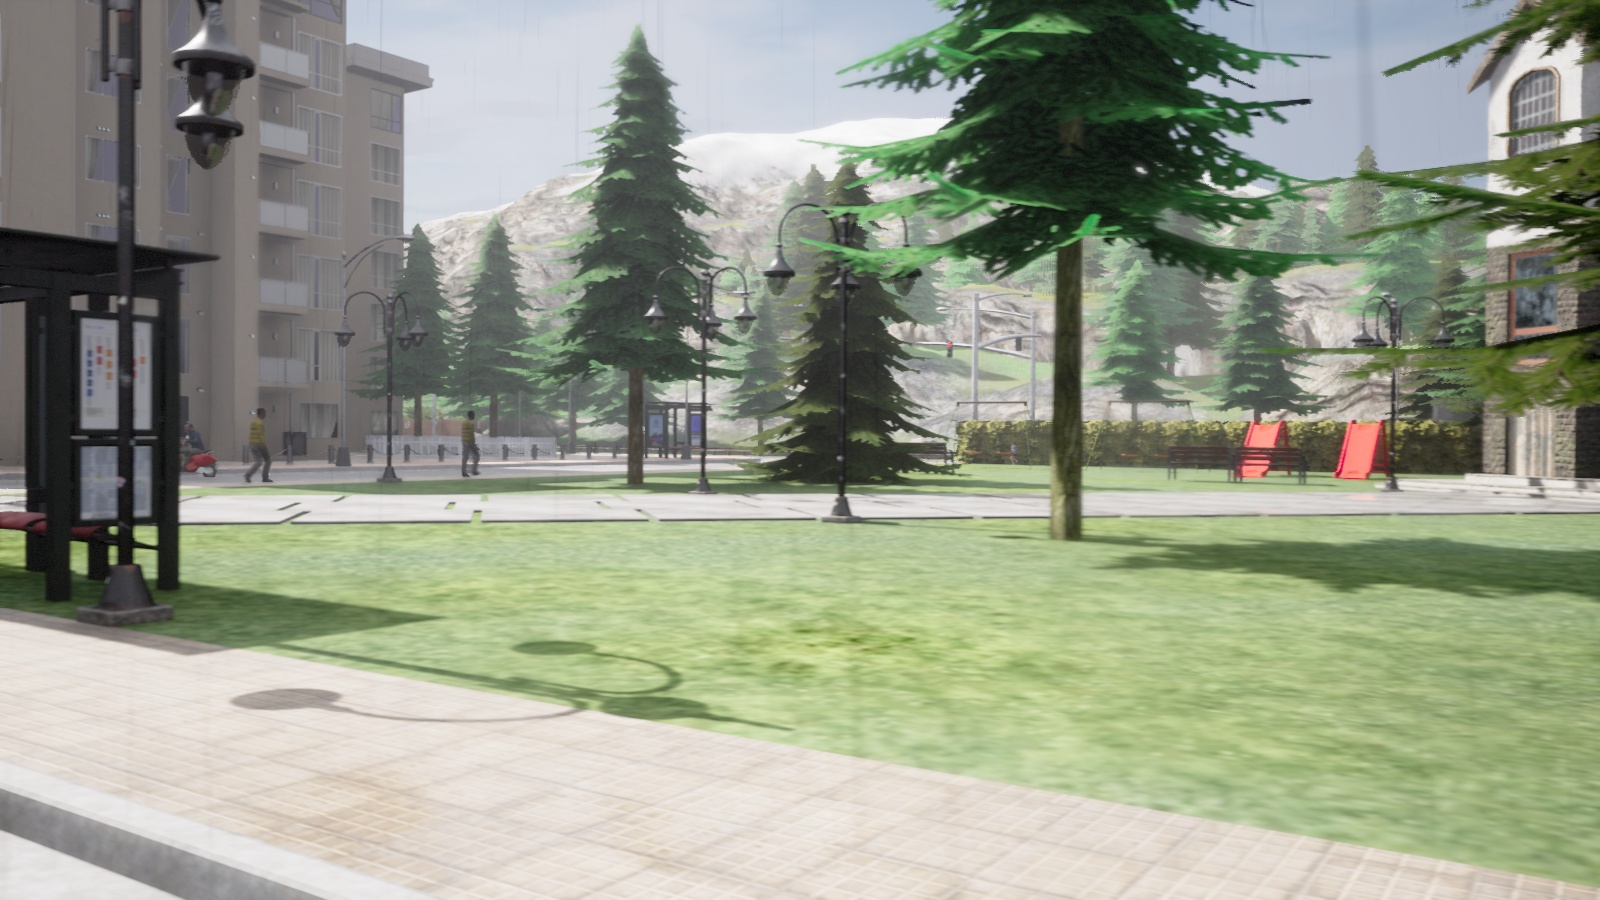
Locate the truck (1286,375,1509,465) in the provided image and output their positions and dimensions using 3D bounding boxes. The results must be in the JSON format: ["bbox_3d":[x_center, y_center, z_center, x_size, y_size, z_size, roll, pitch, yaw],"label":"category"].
[{"bbox_3d":[24.567,-1.181,51.836,7.936,3.462,2.891,0,1,35],"label":"truck"}]

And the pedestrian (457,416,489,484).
[{"bbox_3d":[-8.989,-0.012,34.513,0.431,1.840,0.709,0,1,40],"label":"pedestrian"}]

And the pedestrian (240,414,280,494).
[{"bbox_3d":[-12.555,0.082,29.195,0.431,1.840,0.709,0,1,40],"label":"pedestrian"}]

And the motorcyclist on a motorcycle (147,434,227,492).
[{"bbox_3d":[-17.316,0.342,35.513,0.866,1.590,1.817,0,1,34],"label":"motorcyclist on a motorcycle"}]
